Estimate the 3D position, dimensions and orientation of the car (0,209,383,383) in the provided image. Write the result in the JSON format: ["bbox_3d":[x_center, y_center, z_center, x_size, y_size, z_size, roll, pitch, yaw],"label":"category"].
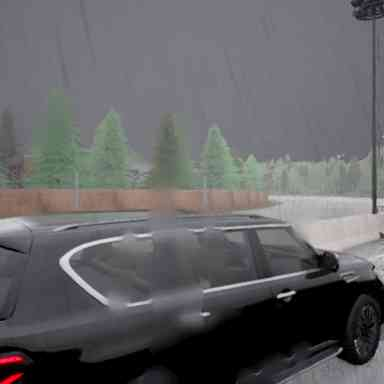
[{"bbox_3d":[0.230,1.234,4.088,5.566,2.045,2.150,0,0,-37],"label":"car"}]
